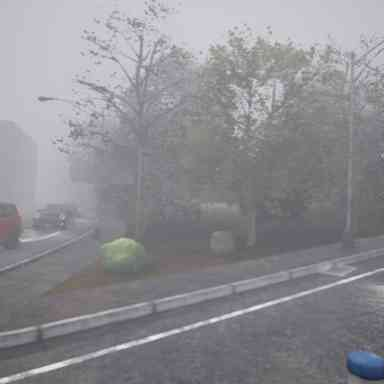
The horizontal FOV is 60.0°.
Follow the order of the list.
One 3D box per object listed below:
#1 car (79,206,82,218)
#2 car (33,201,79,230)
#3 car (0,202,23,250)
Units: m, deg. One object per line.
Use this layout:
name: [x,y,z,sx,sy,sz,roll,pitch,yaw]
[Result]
car: [-12.716,1.769,34.932,2.097,1.767,4.553,3,-2,-21]
car: [-9.701,1.631,23.694,2.097,1.767,4.553,3,-1,-11]
car: [-8.517,1.380,12.558,2.150,2.045,5.566,2,-1,-2]
